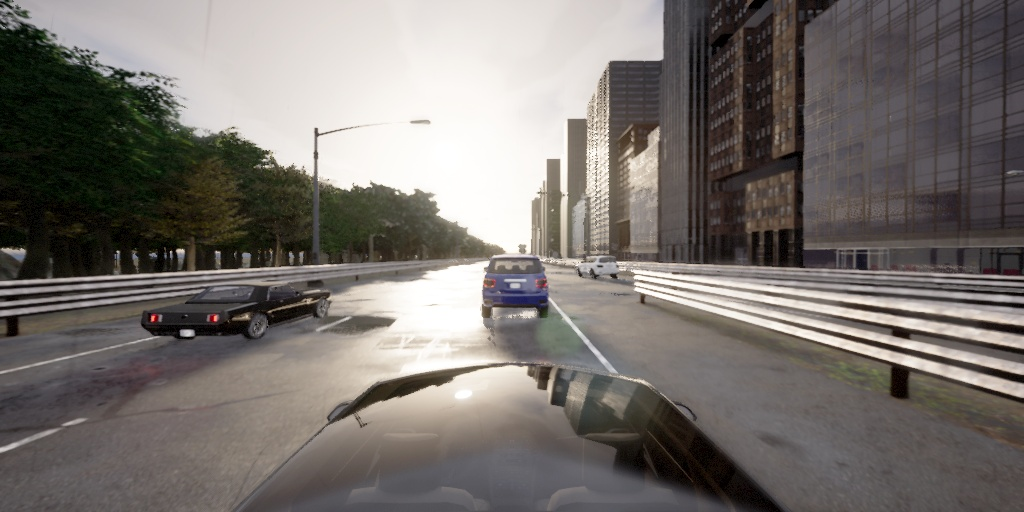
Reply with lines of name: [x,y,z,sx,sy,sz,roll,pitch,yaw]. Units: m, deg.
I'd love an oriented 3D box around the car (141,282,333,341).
car: [-6.905,1.354,9.853,1.895,1.301,4.718,0,0,0]

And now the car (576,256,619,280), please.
car: [7.705,1.021,32.748,2.150,2.045,5.566,0,0,-11]

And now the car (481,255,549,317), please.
car: [0.097,0.977,13.310,2.150,2.045,5.566,0,0,0]
